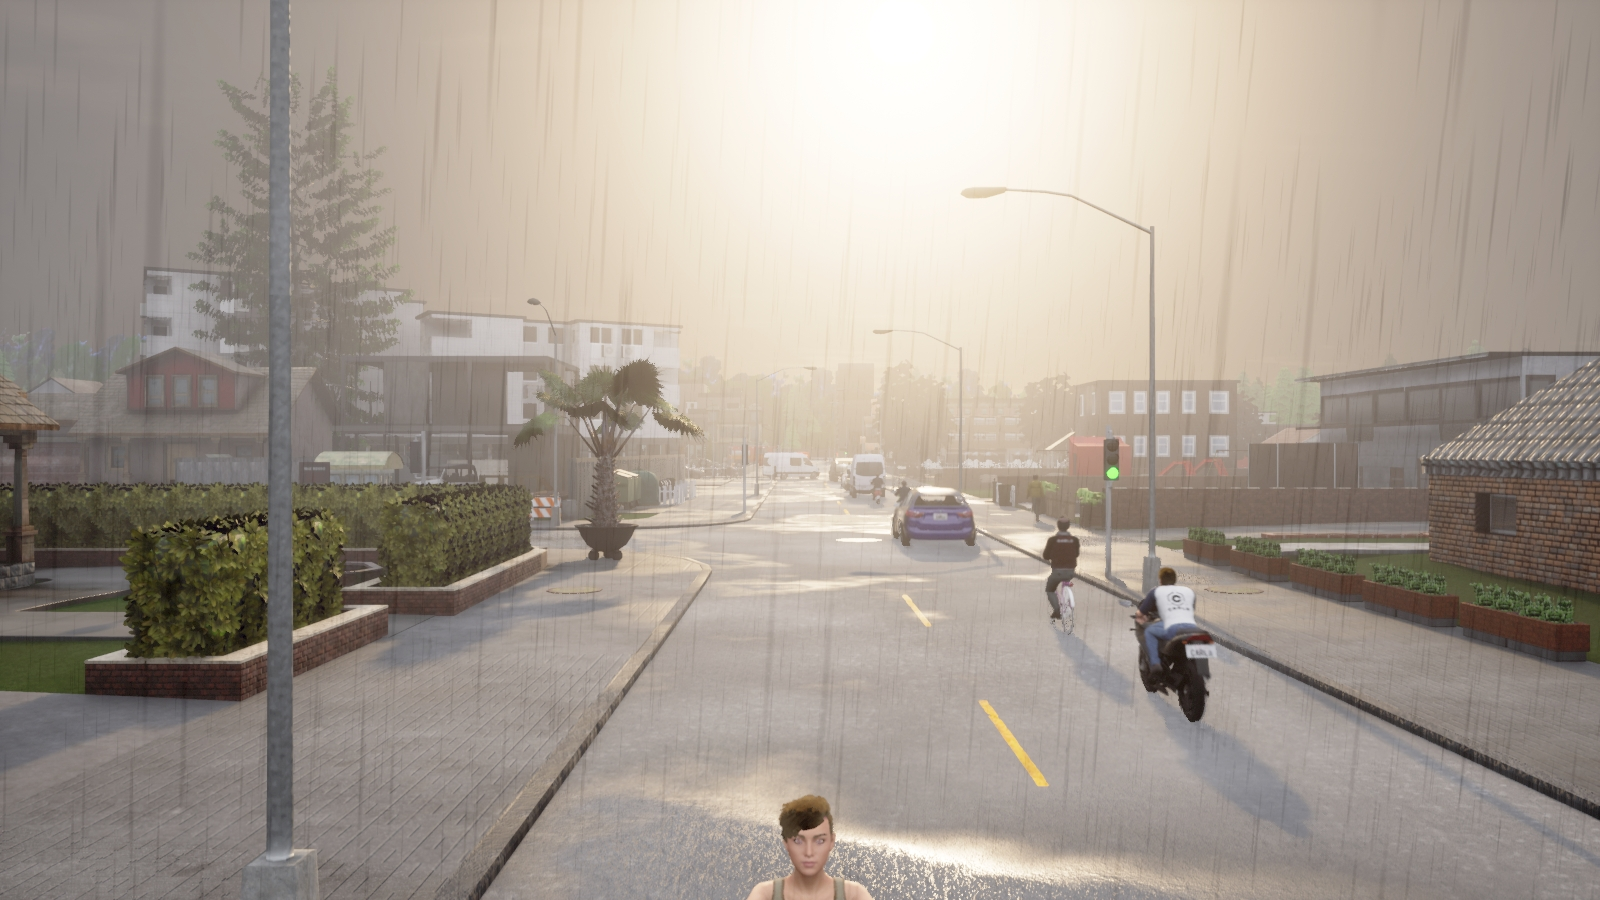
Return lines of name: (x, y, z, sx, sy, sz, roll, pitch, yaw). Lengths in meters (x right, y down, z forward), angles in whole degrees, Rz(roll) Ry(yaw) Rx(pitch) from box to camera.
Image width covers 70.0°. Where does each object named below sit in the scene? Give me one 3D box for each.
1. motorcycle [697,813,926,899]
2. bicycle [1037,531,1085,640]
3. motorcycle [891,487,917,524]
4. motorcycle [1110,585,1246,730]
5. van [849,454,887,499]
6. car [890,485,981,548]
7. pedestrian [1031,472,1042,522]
motorcycle: (0.039, 2.154, 3.555, 0.764, 1.307, 2.356, 0, 0, 0)
bicycle: (4.043, 2.060, 17.770, 0.329, 1.471, 1.835, 0, 0, 0)
motorcycle: (4.031, 2.142, 44.421, 0.856, 1.316, 1.805, 0, 0, 0)
motorcycle: (4.031, 2.186, 12.376, 0.803, 1.199, 2.033, 0, 0, 0)
van: (4.032, 1.534, 68.676, 1.988, 2.561, 5.915, 0, 0, 0)
car: (4.034, 1.967, 34.889, 2.242, 1.667, 4.611, 0, 0, 0)
pedestrian: (8.784, 1.744, 42.455, 0.375, 1.860, 0.375, 0, 0, 8)
